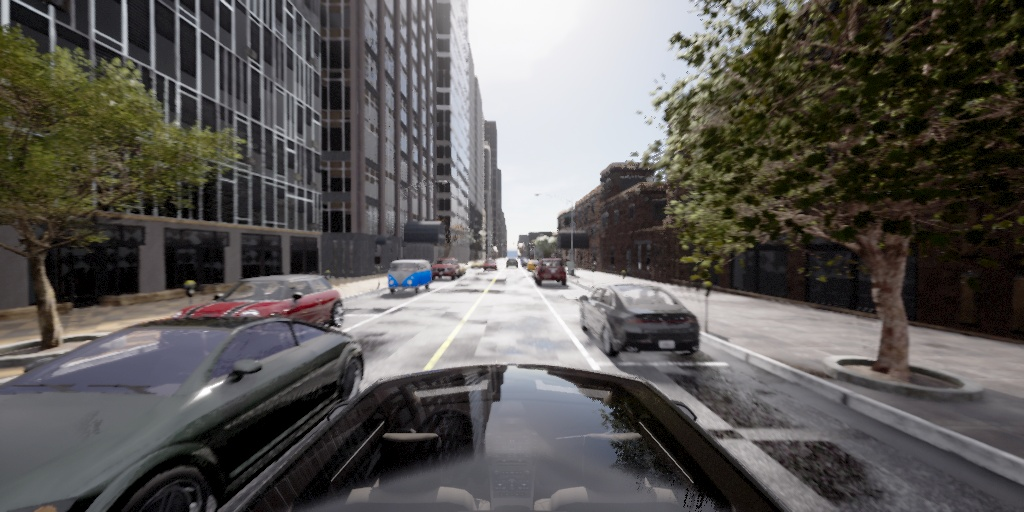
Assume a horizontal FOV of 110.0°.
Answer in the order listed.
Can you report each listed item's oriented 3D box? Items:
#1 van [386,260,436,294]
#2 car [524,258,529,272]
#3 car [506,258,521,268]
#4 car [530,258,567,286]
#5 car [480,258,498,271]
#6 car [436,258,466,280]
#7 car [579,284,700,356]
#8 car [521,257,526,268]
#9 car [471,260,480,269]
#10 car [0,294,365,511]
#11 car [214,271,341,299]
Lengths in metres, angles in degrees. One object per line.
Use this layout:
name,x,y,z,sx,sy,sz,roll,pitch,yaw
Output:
van,-5.686,1.113,20.242,1.690,1.789,3.998,0,0,0
car,3.011,1.276,48.123,1.882,1.535,5.008,0,0,0
car,0.014,1.175,61.788,2.097,1.767,4.553,0,0,0
car,2.696,1.090,25.765,2.192,1.841,5.009,0,0,0
car,-3.036,1.281,50.773,1.882,1.535,5.008,0,0,1
car,-5.683,1.099,31.311,2.192,1.841,5.009,0,0,0
car,2.704,1.307,8.426,2.007,1.370,4.403,0,0,0
car,2.704,1.381,64.506,1.948,1.339,4.313,0,0,0
car,-5.678,1.338,58.816,1.751,1.417,4.829,0,0,0
car,-3.086,1.318,3.416,1.994,1.385,4.181,0,0,0
car,-5.700,1.200,8.444,1.967,1.591,4.097,0,0,0
